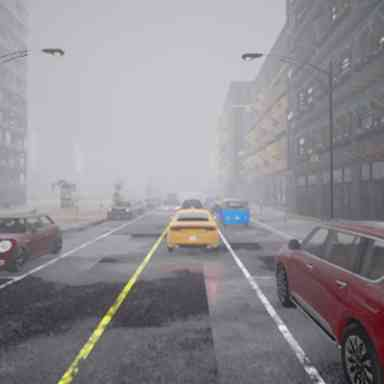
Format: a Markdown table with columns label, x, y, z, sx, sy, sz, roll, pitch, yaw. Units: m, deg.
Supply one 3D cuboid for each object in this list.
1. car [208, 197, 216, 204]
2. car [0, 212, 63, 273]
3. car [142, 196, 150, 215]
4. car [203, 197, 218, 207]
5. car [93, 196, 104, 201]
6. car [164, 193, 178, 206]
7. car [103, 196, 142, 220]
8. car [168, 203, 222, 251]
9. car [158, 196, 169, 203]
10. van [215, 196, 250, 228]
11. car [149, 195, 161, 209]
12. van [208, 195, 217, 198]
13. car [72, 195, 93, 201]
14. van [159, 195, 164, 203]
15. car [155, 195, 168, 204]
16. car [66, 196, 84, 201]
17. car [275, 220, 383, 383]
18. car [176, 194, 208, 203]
| label | x | y | z | sx | sy | sz | roll | pitch | yaw |
| --- | --- | --- | --- | --- | --- | --- | --- | --- | --- |
| car | 2.695 | 1.513 | 33.104 | 1.887 | 1.381 | 4.507 | 1 | 0 | 0 |
| car | -5.684 | 1.433 | 10.485 | 1.967 | 1.590 | 4.097 | 1 | 0 | 0 |
| car | -5.651 | 1.409 | 33.070 | 1.967 | 1.590 | 4.097 | 1 | 0 | 0 |
| car | 2.692 | 1.507 | 50.041 | 1.947 | 1.339 | 4.313 | 1 | 0 | 0 |
| car | -25.214 | 1.598 | 87.330 | 4.313 | 1.339 | 1.947 | 0 | 0 | 1 |
| car | -3.091 | 1.160 | 52.192 | 2.150 | 2.045 | 5.566 | 0 | 0 | 0 |
| car | -5.656 | 1.416 | 27.423 | 1.967 | 1.590 | 4.097 | 1 | 0 | 0 |
| car | 0.049 | 1.468 | 14.091 | 1.882 | 1.535 | 5.008 | 0 | 0 | 0 |
| car | -5.658 | 1.451 | 66.944 | 1.887 | 1.381 | 4.507 | 1 | 0 | 0 |
| van | 2.699 | 1.324 | 21.809 | 1.690 | 1.788 | 3.998 | 1 | 0 | 0 |
| car | -5.654 | 1.496 | 44.361 | 1.887 | 1.381 | 4.507 | 1 | 0 | 0 |
| van | 2.696 | 1.292 | 44.395 | 1.690 | 1.788 | 3.998 | 1 | 0 | 0 |
| car | -26.391 | 1.371 | 78.708 | 4.097 | 1.590 | 1.967 | 0 | 0 | 1 |
| van | -5.653 | 1.282 | 50.006 | 1.690 | 1.788 | 3.998 | 1 | 0 | 0 |
| car | -5.656 | 1.358 | 61.298 | 1.967 | 1.590 | 4.097 | 1 | 0 | 0 |
| car | -30.694 | 1.640 | 87.404 | 4.206 | 1.307 | 1.802 | 0 | 0 | 1 |
| car | 2.702 | 1.312 | 4.871 | 2.192 | 1.841 | 5.009 | 1 | 0 | 0 |
| car | 0.040 | 1.327 | 27.920 | 2.097 | 1.767 | 4.553 | 0 | 0 | 0 |
